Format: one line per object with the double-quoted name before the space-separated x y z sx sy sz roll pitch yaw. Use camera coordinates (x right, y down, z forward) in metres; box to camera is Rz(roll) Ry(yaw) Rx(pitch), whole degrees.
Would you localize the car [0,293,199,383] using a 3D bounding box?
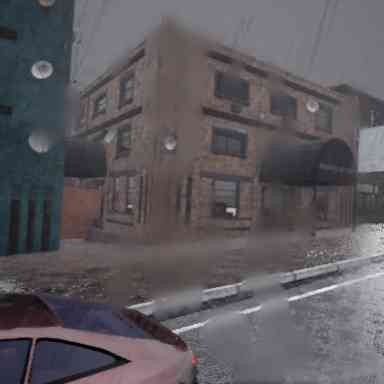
"car" -1.934 1.563 2.307 4.181 1.385 1.994 0 0 -35
